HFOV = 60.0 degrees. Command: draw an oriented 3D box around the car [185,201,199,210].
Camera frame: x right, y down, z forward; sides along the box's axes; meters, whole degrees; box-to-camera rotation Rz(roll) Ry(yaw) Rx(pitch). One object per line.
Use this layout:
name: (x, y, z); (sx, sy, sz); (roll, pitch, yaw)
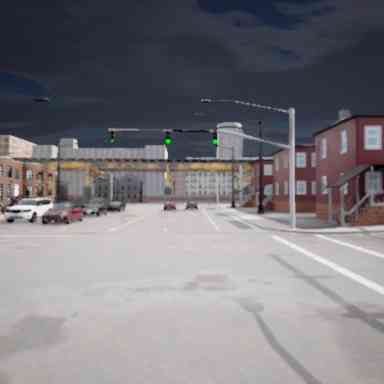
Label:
car: (-0.021, 2.140, 53.426); (1.812, 1.442, 4.674); (0, -1, 0)

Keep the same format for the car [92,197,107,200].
car: (-14.086, 1.804, 50.579); (2.150, 2.045, 5.566); (0, -1, 0)

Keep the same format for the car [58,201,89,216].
car: (-14.111, 1.938, 39.853); (1.882, 1.535, 5.008); (0, -1, 0)

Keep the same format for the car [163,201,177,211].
car: (-3.420, 2.120, 51.617); (1.812, 1.442, 4.674); (0, -1, 0)

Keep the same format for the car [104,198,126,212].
car: (-10.600, 2.018, 46.920); (1.882, 1.535, 5.008); (0, -1, 0)

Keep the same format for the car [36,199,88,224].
car: (-10.602, 1.670, 27.533); (2.097, 1.767, 4.553); (0, -1, 0)

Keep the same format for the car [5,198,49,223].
car: (-14.113, 1.562, 29.368); (2.150, 2.045, 5.566); (0, -1, 0)

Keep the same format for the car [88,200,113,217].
car: (-10.612, 1.915, 36.679); (2.128, 1.511, 4.902); (0, -1, 0)
